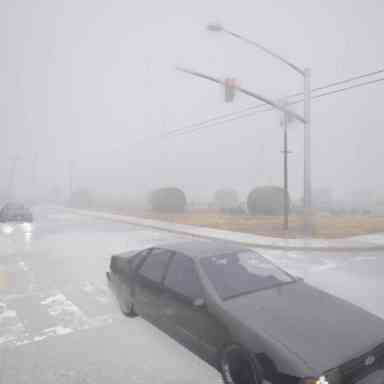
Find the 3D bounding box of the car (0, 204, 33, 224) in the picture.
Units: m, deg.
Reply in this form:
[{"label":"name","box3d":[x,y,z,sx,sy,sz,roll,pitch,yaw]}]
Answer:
[{"label":"car","box3d":[-13.269,1.595,24.981,1.994,1.385,4.181,0,1,-35]}]

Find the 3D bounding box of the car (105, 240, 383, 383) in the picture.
[{"label":"car","box3d":[0.281,1.565,5.393,2.033,1.411,5.357,0,0,-35]}]
